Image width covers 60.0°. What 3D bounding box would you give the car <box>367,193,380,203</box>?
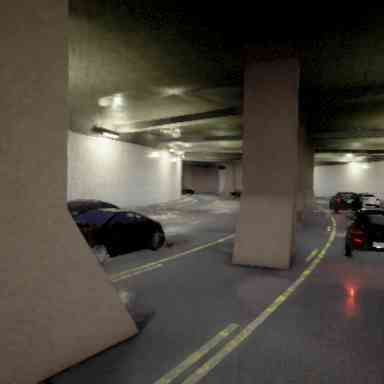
[{"bbox_3d":[18.197,0.834,35.042,1.812,1.442,4.674,1,2,10],"label":"car"}]

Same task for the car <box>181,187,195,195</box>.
[{"bbox_3d":[-1.380,-0.188,61.450,1.994,1.385,4.181,0,2,-37],"label":"car"}]

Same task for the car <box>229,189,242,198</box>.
[{"bbox_3d":[7.339,0.279,51.167,1.895,1.301,4.718,1,2,-14],"label":"car"}]

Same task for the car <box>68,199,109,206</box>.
[{"bbox_3d":[-4.535,1.056,13.713,1.812,1.442,4.674,2,2,29],"label":"car"}]

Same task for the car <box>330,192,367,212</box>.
[{"bbox_3d":[13.064,0.762,28.367,2.097,1.767,4.553,1,2,16],"label":"car"}]

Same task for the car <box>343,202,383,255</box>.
[{"bbox_3d":[6.383,1.299,11.468,1.812,1.442,4.674,2,2,28],"label":"car"}]

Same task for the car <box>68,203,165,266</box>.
[{"bbox_3d":[-2.623,1.226,10.114,1.994,1.385,4.181,2,2,30],"label":"car"}]
